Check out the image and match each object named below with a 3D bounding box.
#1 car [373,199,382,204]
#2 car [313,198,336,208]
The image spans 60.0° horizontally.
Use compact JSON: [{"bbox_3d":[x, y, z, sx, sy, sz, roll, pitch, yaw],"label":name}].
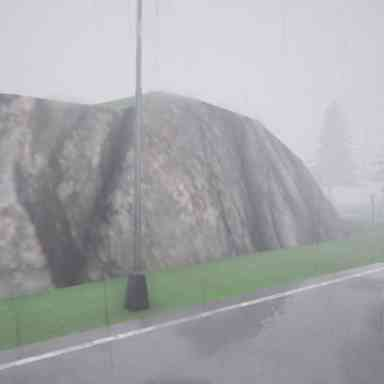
[{"bbox_3d":[39.675,2.154,69.362,5.008,1.535,1.882,1,0,-36],"label":"car"},{"bbox_3d":[22.796,1.834,57.131,4.553,1.767,2.097,1,0,-36],"label":"car"}]
